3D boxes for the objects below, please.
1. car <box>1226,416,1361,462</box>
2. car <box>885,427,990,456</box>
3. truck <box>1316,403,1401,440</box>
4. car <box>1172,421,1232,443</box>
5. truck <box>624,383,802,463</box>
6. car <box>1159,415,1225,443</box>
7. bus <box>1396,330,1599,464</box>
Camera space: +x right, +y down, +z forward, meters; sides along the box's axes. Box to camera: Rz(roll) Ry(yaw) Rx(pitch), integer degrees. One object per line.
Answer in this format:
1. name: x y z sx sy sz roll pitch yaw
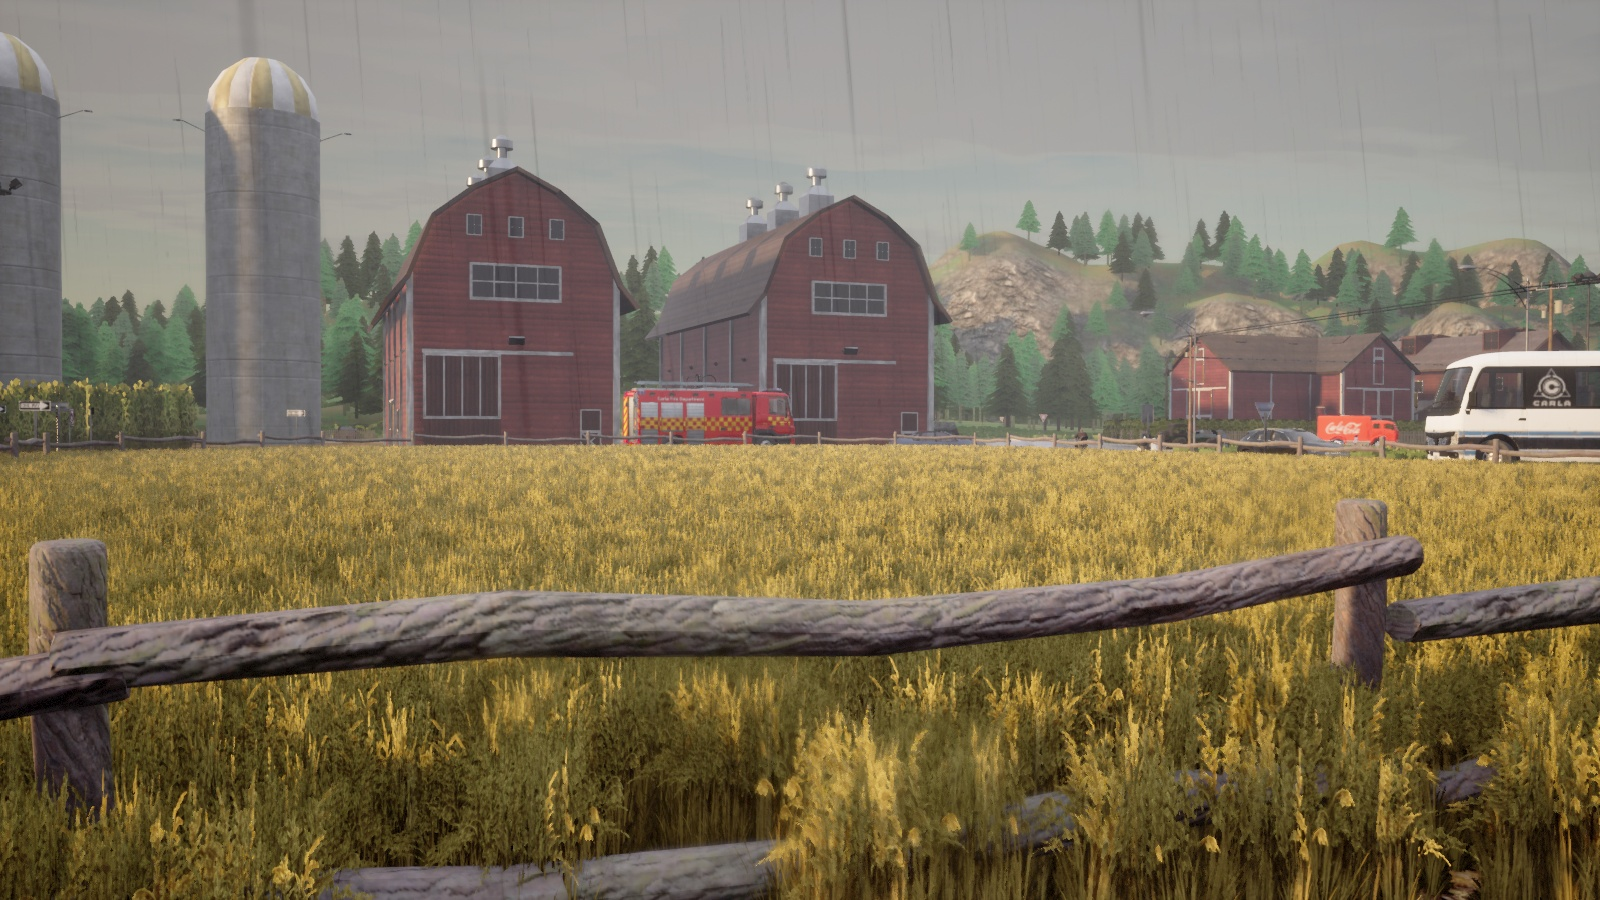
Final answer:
1. car: 18.755 -0.439 47.991 2.033 1.649 4.856 -1 1 -21
2. car: 7.265 -0.477 66.913 5.357 1.411 2.033 -1 1 1
3. truck: 38.811 -1.967 87.290 5.204 2.467 2.627 1 0 28
4. car: 28.451 -1.306 88.899 3.633 1.501 1.845 -1 1 -13
5. truck: -4.392 -1.420 63.687 8.468 3.827 2.891 -1 1 -24
6. car: 26.437 -1.418 84.844 3.866 1.878 1.905 0 1 -1
7. bus: 26.217 -1.773 42.419 10.273 4.253 3.944 -1 1 10
